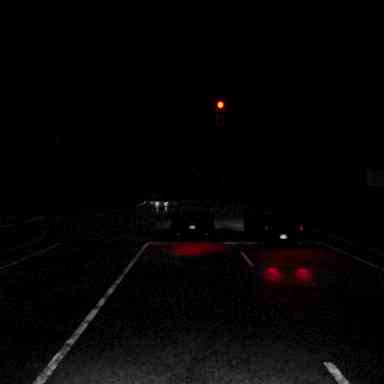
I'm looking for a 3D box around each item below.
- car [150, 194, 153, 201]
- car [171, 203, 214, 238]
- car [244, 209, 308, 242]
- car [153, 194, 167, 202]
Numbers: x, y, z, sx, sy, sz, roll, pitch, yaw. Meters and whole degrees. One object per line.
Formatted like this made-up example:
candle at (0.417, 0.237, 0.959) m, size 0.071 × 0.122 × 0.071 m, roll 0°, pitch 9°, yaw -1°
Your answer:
car at (-8.113, 1.142, 72.255) m, size 1.812 × 1.442 × 4.674 m, roll 0°, pitch 0°, yaw -13°
car at (0.027, 1.253, 16.075) m, size 1.882 × 1.535 × 5.008 m, roll 0°, pitch 1°, yaw 0°
car at (3.526, 1.391, 14.983) m, size 1.895 × 1.301 × 4.718 m, roll 0°, pitch 1°, yaw 0°
car at (-5.244, 1.008, 56.885) m, size 1.812 × 1.442 × 4.674 m, roll 0°, pitch 0°, yaw -7°
